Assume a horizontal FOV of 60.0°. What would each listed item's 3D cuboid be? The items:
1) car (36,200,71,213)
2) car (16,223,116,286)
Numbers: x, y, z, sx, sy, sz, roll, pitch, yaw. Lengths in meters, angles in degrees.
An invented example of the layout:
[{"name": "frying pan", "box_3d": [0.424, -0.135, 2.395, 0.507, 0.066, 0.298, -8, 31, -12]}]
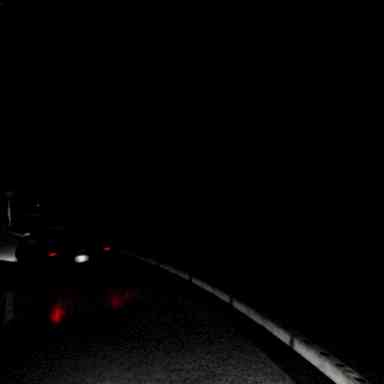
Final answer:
[{"name": "car", "box_3d": [-16.724, 1.734, 40.834, 2.128, 1.511, 4.902, -1, 0, 22]}, {"name": "car", "box_3d": [-3.788, 1.596, 9.725, 1.994, 1.385, 4.181, -1, 0, -34]}]
